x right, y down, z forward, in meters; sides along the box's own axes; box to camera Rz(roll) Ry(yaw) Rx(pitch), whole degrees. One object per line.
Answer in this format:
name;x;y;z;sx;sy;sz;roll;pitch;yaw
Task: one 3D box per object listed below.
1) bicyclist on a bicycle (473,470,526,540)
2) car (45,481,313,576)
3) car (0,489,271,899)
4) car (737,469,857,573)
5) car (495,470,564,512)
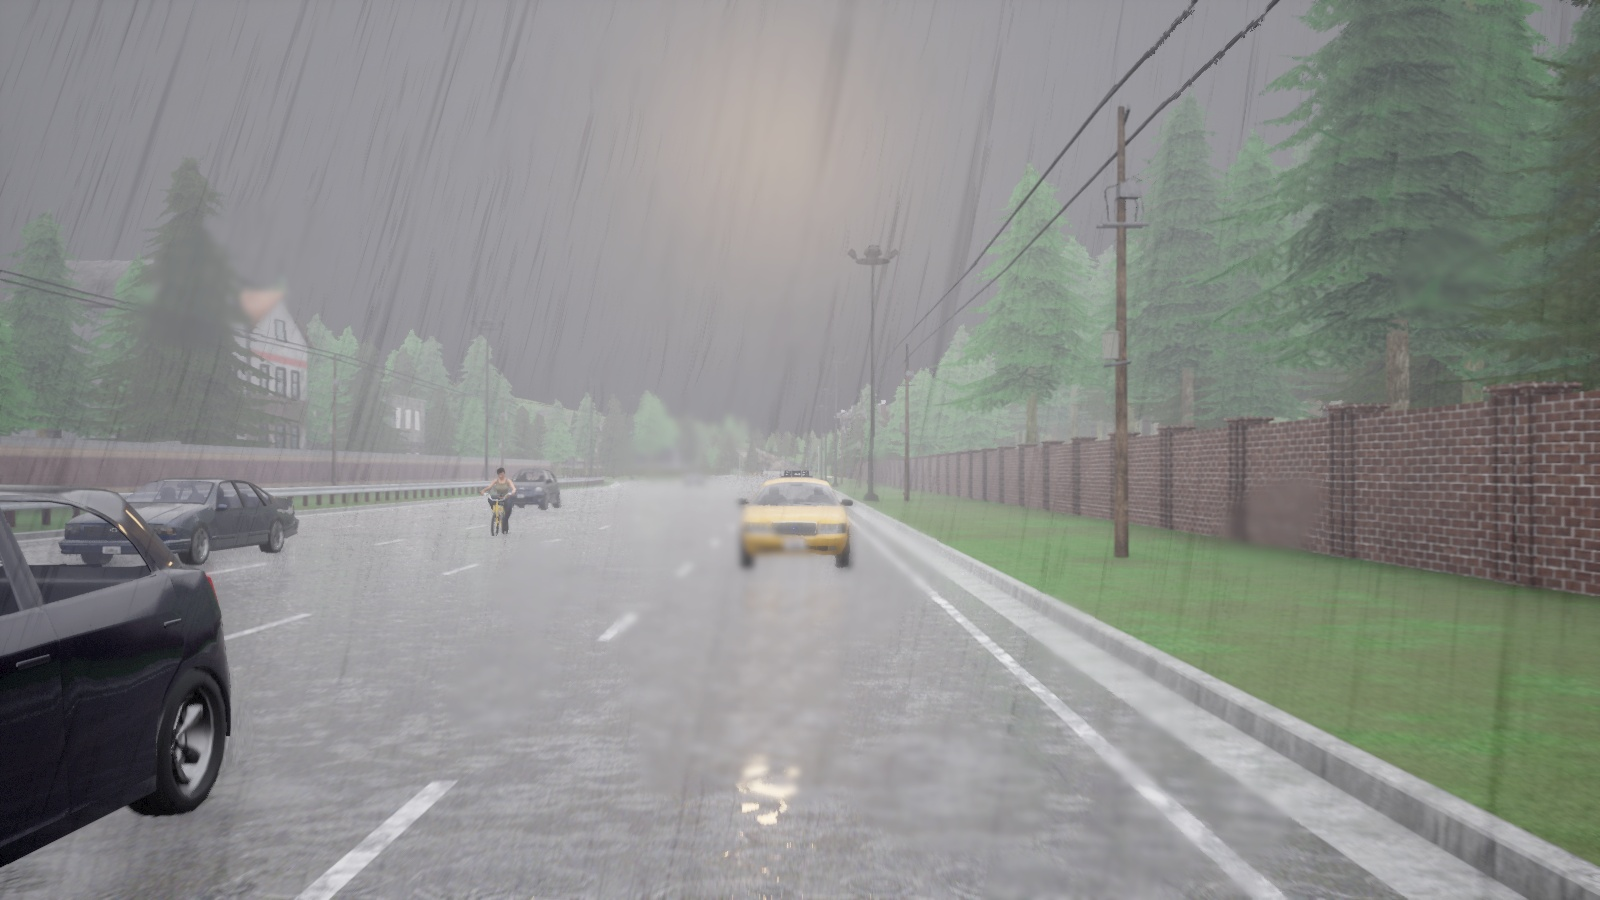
bicyclist on a bicycle;-7.043;1.273;29.519;0.866;1.612;1.509;0;-1;0
car;-10.553;1.271;21.919;2.033;1.411;5.357;0;-1;0
car;-3.510;0.915;4.325;1.845;1.501;3.633;0;-1;0
car;-0.052;1.117;21.694;1.801;1.575;5.366;0;-1;0
car;-10.619;1.585;49.575;1.851;1.617;3.988;0;-1;0
